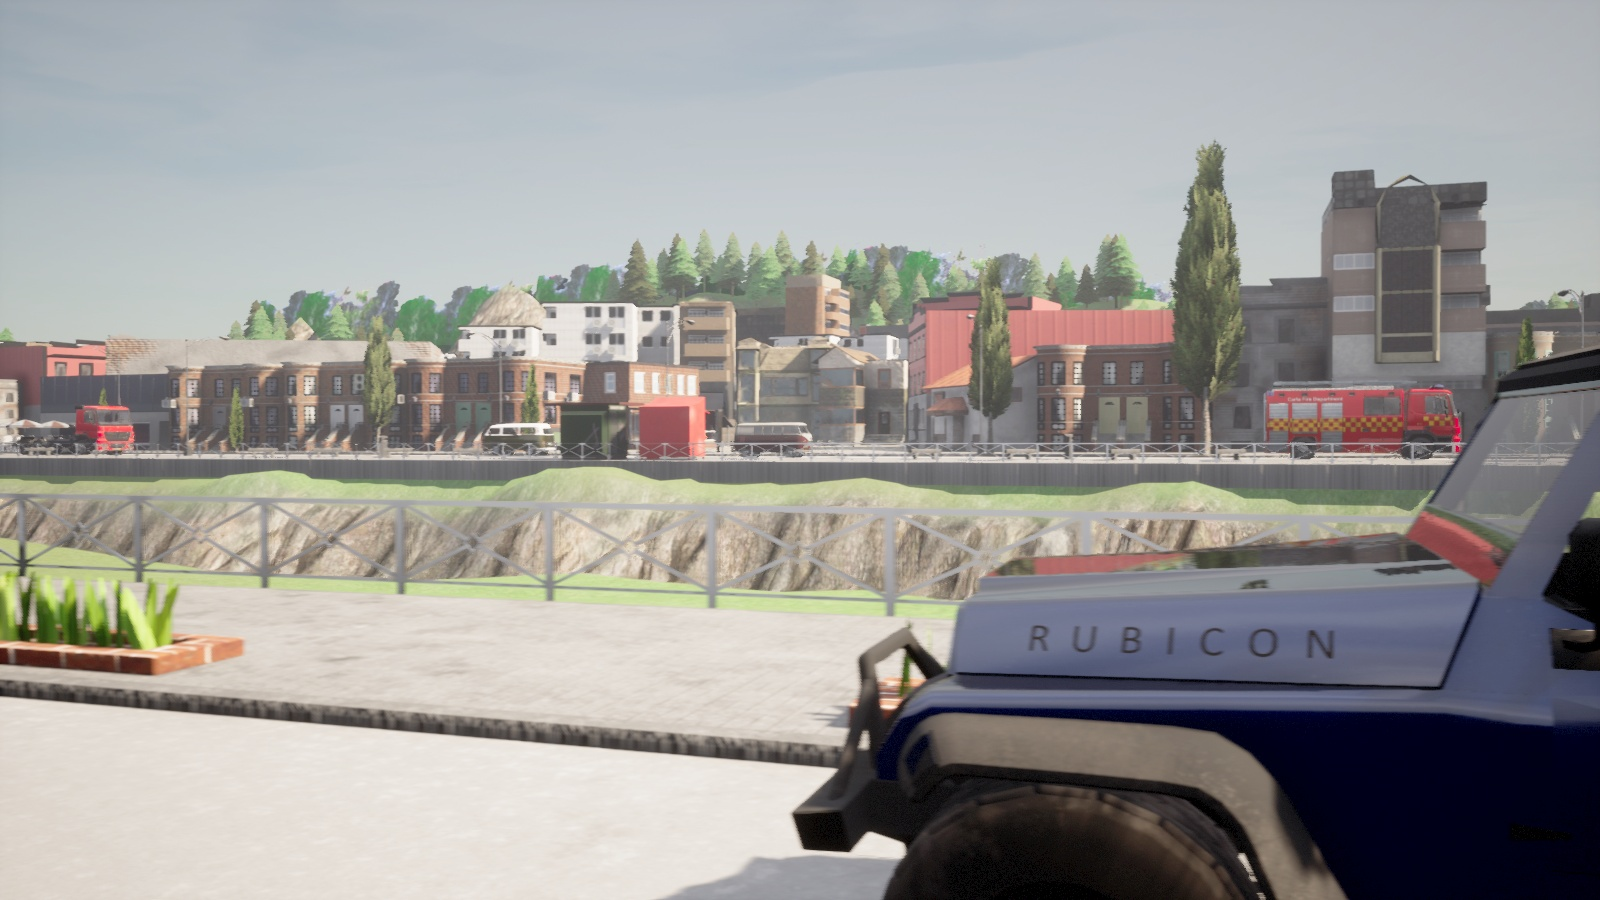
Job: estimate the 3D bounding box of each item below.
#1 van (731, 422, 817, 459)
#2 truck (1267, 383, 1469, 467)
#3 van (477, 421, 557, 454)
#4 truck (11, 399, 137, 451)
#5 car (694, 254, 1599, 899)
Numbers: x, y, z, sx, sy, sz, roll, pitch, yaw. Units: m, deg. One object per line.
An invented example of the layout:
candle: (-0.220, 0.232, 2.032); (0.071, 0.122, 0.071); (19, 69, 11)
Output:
van: (-1.433, -0.536, 69.300); (4.442, 1.987, 1.775); (1, 1, 19)
truck: (26.833, -1.195, 59.784); (8.468, 3.827, 2.891); (1, 1, 19)
van: (-17.829, -0.783, 79.028); (4.480, 2.038, 2.069); (1, 1, 19)
truck: (-49.391, -1.709, 85.406); (7.936, 3.462, 2.891); (1, 1, 19)
car: (1.902, 0.580, 3.078); (3.866, 1.878, 1.905); (1, 1, 19)
